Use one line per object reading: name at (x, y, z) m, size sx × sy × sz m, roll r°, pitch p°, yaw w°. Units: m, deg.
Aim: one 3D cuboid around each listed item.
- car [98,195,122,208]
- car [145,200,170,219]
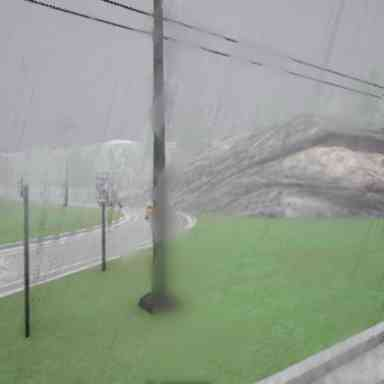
car at (-11.451, 1.222, 46.279) m, size 2.097 × 1.767 × 4.553 m, roll -1°, pitch 0°, yaw -33°
car at (-2.900, 1.375, 27.938) m, size 1.882 × 1.535 × 5.008 m, roll 0°, pitch 0°, yaw -7°
